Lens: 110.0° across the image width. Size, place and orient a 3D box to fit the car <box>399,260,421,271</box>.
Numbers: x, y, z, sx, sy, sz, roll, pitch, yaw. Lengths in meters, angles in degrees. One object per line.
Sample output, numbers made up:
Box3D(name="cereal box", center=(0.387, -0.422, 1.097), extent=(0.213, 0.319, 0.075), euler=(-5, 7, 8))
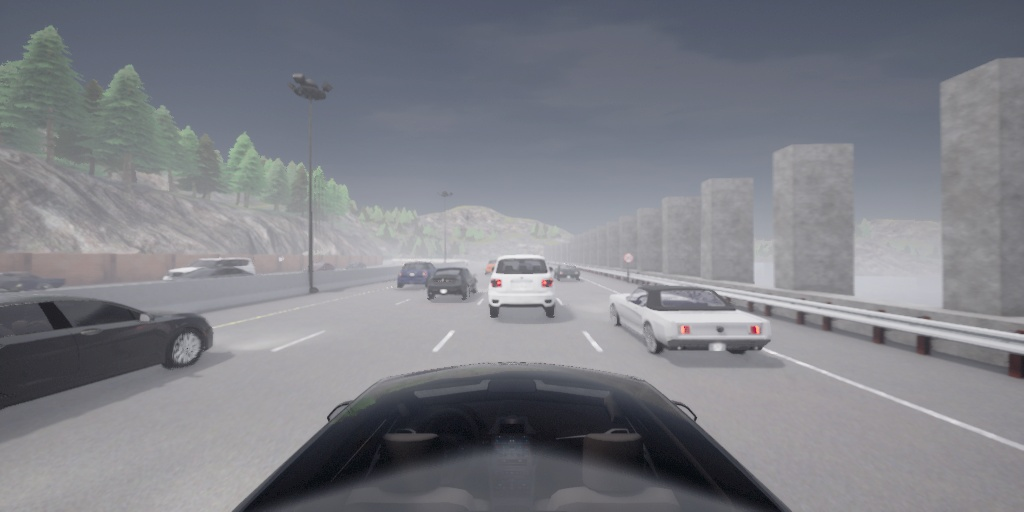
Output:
Box3D(name="car", center=(-15.551, 1.424, 54.818), extent=(1.882, 1.535, 5.008), euler=(0, 0, 2))

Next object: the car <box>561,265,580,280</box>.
Box3D(name="car", center=(4.688, 1.396, 31.157), extent=(1.895, 1.301, 4.718), euler=(0, 0, 3))

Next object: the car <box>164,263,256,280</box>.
Box3D(name="car", center=(-17.059, 1.378, 20.371), extent=(1.837, 1.490, 4.892), euler=(0, 0, 3))

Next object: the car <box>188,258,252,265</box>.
Box3D(name="car", center=(-20.367, 1.123, 24.619), extent=(2.150, 2.045, 5.566), euler=(0, 0, 3))

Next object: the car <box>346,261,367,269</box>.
Box3D(name="car", center=(-25.907, 1.569, 59.815), extent=(1.994, 1.385, 4.181), euler=(0, 0, 2))

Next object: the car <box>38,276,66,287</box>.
Box3D(name="car", center=(-27.616, 1.523, 19.133), extent=(1.895, 1.301, 4.718), euler=(0, 0, 2))

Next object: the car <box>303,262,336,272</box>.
Box3D(name="car", center=(-22.963, 1.480, 43.093), extent=(1.812, 1.442, 4.674), euler=(0, 0, 3))

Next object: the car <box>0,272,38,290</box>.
Box3D(name="car", center=(-24.263, 1.388, 14.969), extent=(2.128, 1.511, 4.902), euler=(0, 0, 2))

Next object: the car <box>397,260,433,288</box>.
Box3D(name="car", center=(-6.144, 1.183, 24.540), extent=(2.097, 1.767, 4.553), euler=(0, 0, 3))

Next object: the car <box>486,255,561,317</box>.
Box3D(name="car", center=(0.385, 0.996, 13.488), extent=(2.150, 2.045, 5.566), euler=(0, 0, 2))

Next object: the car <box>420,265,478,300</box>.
Box3D(name="car", center=(-2.927, 1.307, 18.271), extent=(1.837, 1.490, 4.892), euler=(0, 0, 2))

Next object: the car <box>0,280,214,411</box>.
Box3D(name="car", center=(-6.860, 1.296, 5.079), extent=(1.837, 1.490, 4.892), euler=(0, 0, 1))

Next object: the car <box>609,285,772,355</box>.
Box3D(name="car", center=(3.743, 1.349, 8.639), extent=(1.895, 1.301, 4.718), euler=(0, 0, 2))
